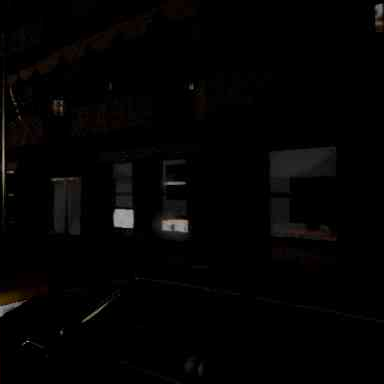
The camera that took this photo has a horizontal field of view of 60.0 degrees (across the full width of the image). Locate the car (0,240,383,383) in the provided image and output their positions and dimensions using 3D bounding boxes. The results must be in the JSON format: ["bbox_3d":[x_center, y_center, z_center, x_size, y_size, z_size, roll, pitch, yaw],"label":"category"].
[{"bbox_3d":[0.452,1.314,2.406,5.009,1.841,2.192,0,0,36],"label":"car"}]
